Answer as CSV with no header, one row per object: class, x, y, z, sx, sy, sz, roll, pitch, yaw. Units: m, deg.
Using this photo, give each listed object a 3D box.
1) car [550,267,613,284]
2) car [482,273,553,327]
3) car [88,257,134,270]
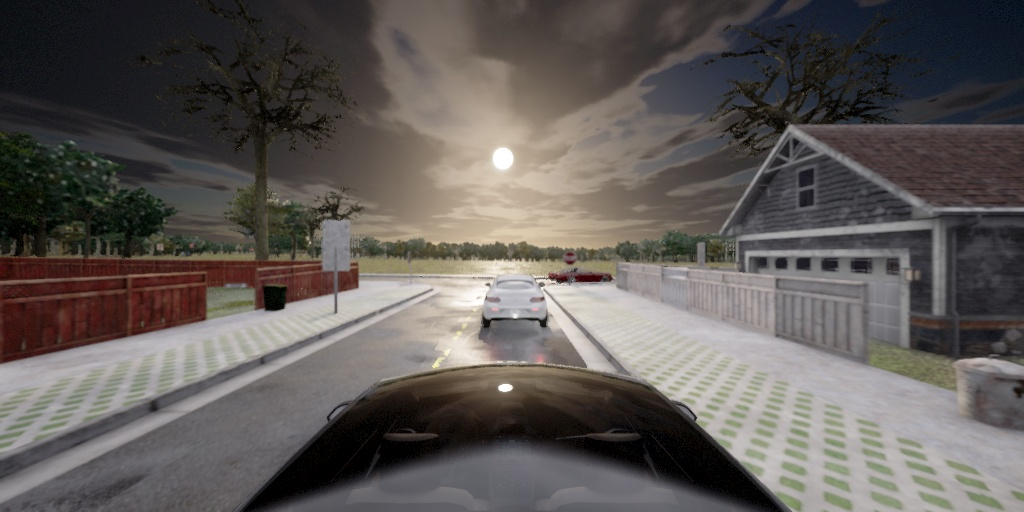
car,5.238,1.473,26.964,4.718,1.301,1.895,1,0,-22
car,0.089,1.284,11.490,1.812,1.442,4.674,0,0,0
car,-29.423,0.827,26.750,5.008,1.535,1.882,1,0,0
